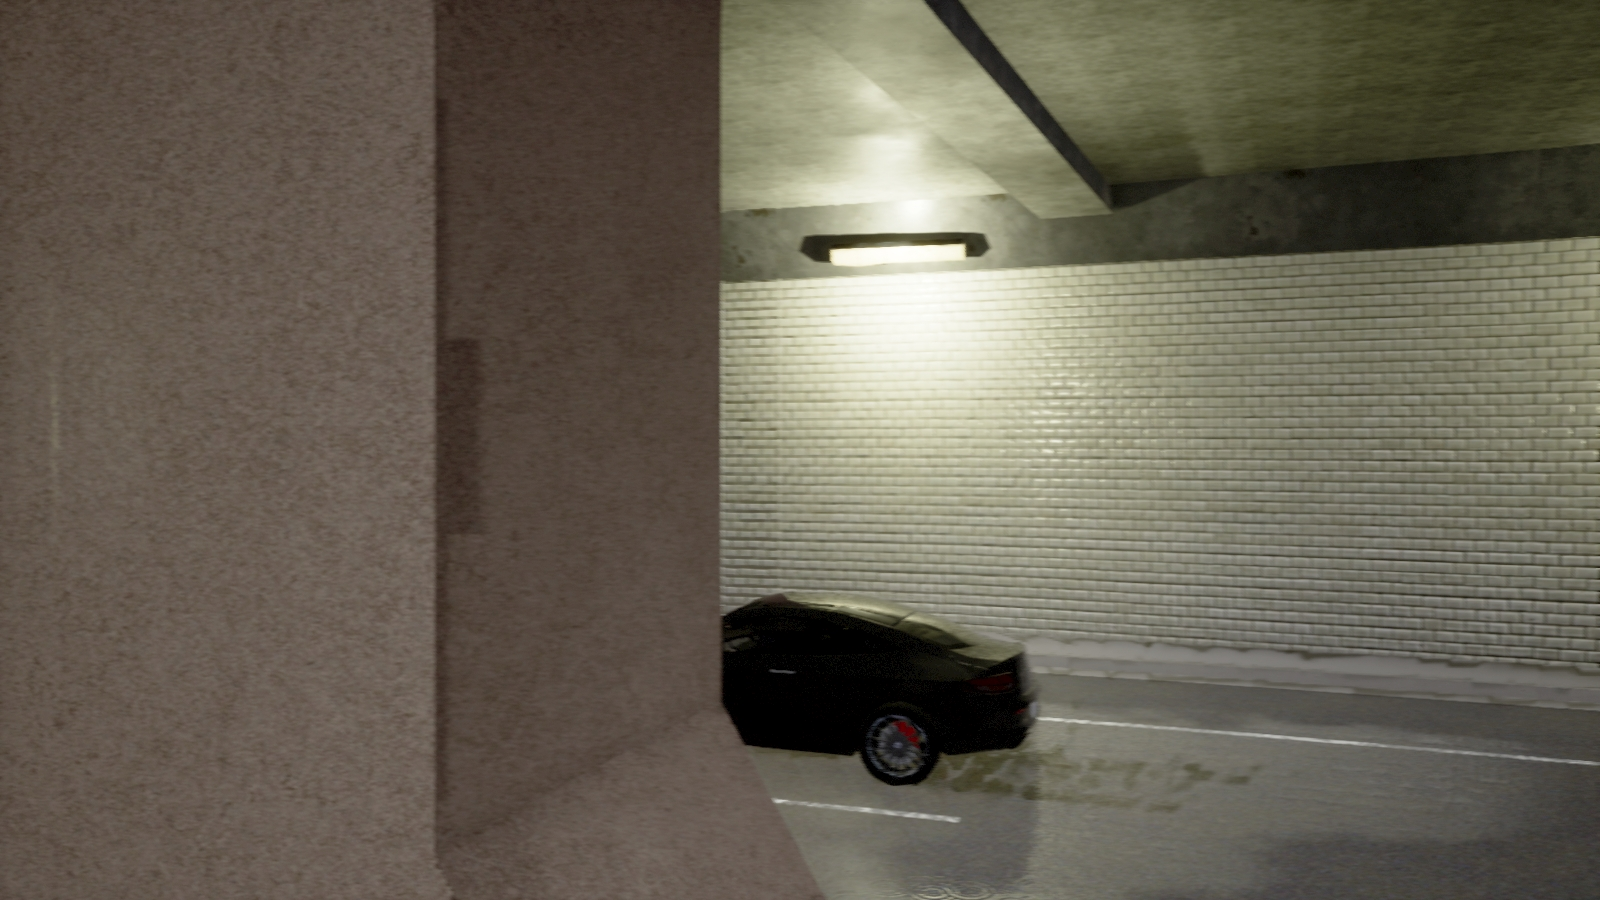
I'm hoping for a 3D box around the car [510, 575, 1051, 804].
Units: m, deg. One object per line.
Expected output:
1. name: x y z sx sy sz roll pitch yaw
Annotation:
1. car: -0.133 2.079 10.716 4.674 1.442 2.002 0 0 18
